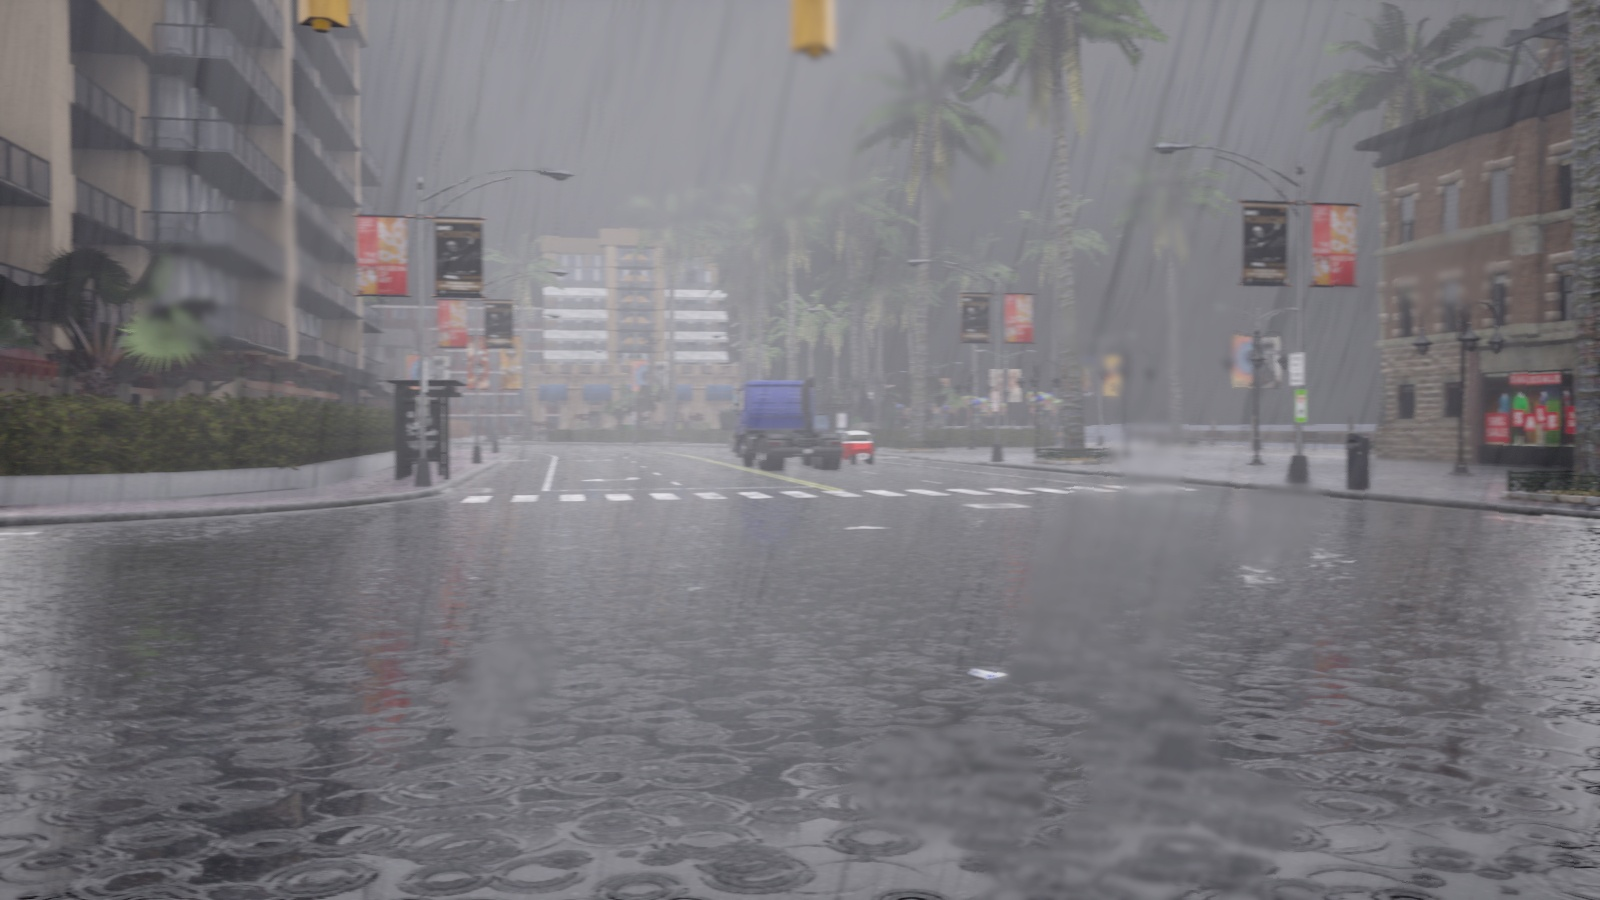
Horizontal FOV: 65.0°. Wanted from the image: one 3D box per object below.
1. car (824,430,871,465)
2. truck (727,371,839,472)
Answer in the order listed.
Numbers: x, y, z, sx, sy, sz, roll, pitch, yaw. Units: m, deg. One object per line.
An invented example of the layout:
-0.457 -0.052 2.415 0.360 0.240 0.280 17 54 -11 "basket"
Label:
1.947 -0.102 51.659 1.481 1.376 2.207 0 1 -11 "car"
-0.810 -1.066 47.475 2.891 3.462 7.936 0 1 -11 "truck"
